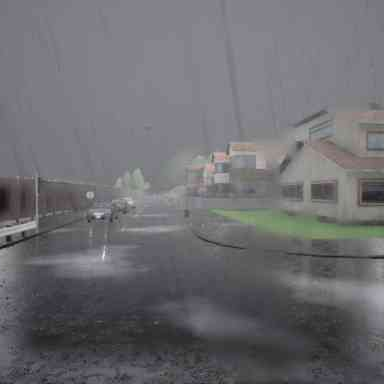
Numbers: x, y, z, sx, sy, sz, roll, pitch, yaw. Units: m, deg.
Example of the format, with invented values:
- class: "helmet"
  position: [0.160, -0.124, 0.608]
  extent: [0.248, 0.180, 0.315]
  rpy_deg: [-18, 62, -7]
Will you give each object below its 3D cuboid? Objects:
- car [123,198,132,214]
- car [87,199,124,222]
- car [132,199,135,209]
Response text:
- class: "car"
  position: [-7.805, 1.505, 35.407]
  extent: [1.837, 1.490, 4.892]
  rpy_deg: [0, 0, -5]
- class: "car"
  position: [-6.883, 1.491, 26.033]
  extent: [2.128, 1.511, 4.902]
  rpy_deg: [0, 0, -5]
- class: "car"
  position: [-8.777, 1.526, 45.324]
  extent: [1.812, 1.442, 4.674]
  rpy_deg: [0, 0, -5]
